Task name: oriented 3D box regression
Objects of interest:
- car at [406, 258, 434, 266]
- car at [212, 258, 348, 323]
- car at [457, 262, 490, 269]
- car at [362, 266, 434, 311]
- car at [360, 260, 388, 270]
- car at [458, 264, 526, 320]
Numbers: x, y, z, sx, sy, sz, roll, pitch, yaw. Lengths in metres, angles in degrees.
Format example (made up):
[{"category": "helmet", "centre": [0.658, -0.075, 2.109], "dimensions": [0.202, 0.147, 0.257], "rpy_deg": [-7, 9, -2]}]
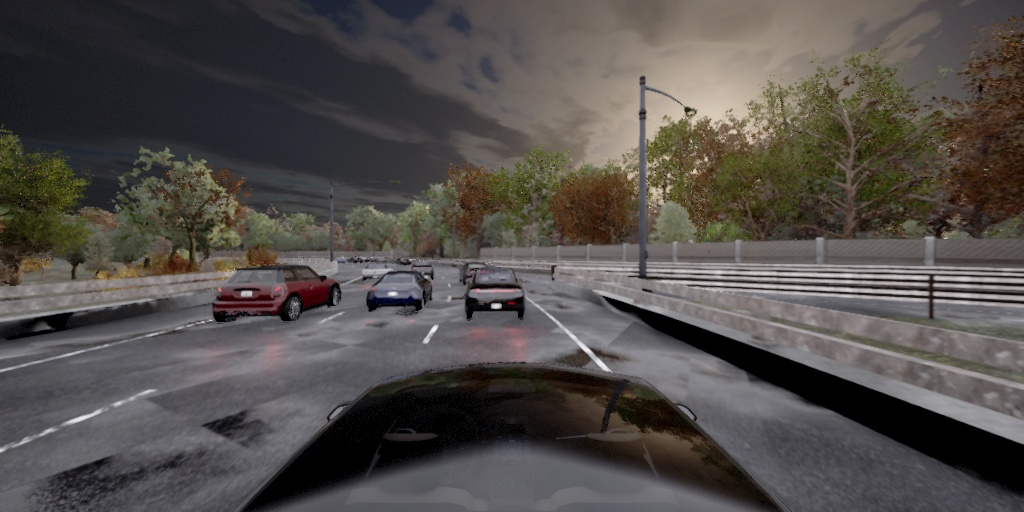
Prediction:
[{"category": "car", "centre": [-7.695, 1.143, 30.564], "dimensions": [2.128, 1.511, 4.902], "rpy_deg": [0, 0, -15]}, {"category": "car", "centre": [-7.636, 1.075, 12.210], "dimensions": [2.097, 1.767, 4.553], "rpy_deg": [0, 0, -4]}, {"category": "car", "centre": [-2.557, 1.169, 24.368], "dimensions": [1.837, 1.490, 4.892], "rpy_deg": [0, 0, -12]}, {"category": "car", "centre": [-4.356, 1.272, 14.383], "dimensions": [1.994, 1.385, 4.181], "rpy_deg": [0, 0, -7]}, {"category": "car", "centre": [-10.842, 1.263, 28.978], "dimensions": [1.895, 1.301, 4.718], "rpy_deg": [0, 0, -15]}, {"category": "car", "centre": [-0.635, 1.200, 12.582], "dimensions": [2.128, 1.511, 4.902], "rpy_deg": [0, 0, -4]}]
